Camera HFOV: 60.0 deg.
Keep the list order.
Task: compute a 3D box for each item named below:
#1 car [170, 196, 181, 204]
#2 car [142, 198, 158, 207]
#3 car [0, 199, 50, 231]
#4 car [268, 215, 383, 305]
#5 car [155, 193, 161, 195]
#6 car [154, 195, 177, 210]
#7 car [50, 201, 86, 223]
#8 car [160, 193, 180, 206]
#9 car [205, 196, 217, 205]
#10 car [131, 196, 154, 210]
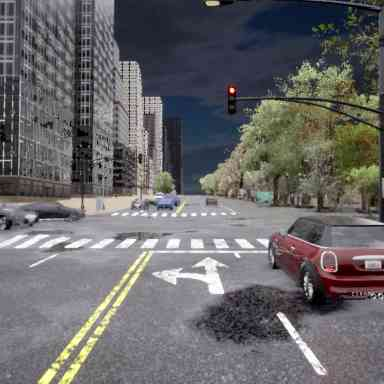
[{"bbox_3d":[-3.310,1.570,67.335,1.812,1.442,4.674,0,0,0],"label":"car"},{"bbox_3d":[-6.624,1.636,53.230,1.895,1.301,4.718,0,0,0],"label":"car"},{"bbox_3d":[-10.626,1.141,18.172,4.902,1.511,2.128,1,1,20],"label":"car"},{"bbox_3d":[3.341,1.350,8.265,2.097,1.767,4.553,-1,0,0],"label":"car"},{"bbox_3d":[-6.553,1.267,67.563,2.150,2.045,5.566,0,0,0],"label":"car"},{"bbox_3d":[-3.375,1.506,42.543,1.882,1.535,5.008,0,0,0],"label":"car"},{"bbox_3d":[-10.175,1.388,24.166,4.674,1.442,1.812,2,-1,-15],"label":"car"},{"bbox_3d":[-3.375,1.257,53.112,2.150,2.045,5.566,0,0,0],"label":"car"},{"bbox_3d":[3.323,1.512,57.718,2.128,1.511,4.902,0,-1,0],"label":"car"},{"bbox_3d":[-6.623,1.520,42.700,2.128,1.511,4.902,0,0,0],"label":"car"}]
